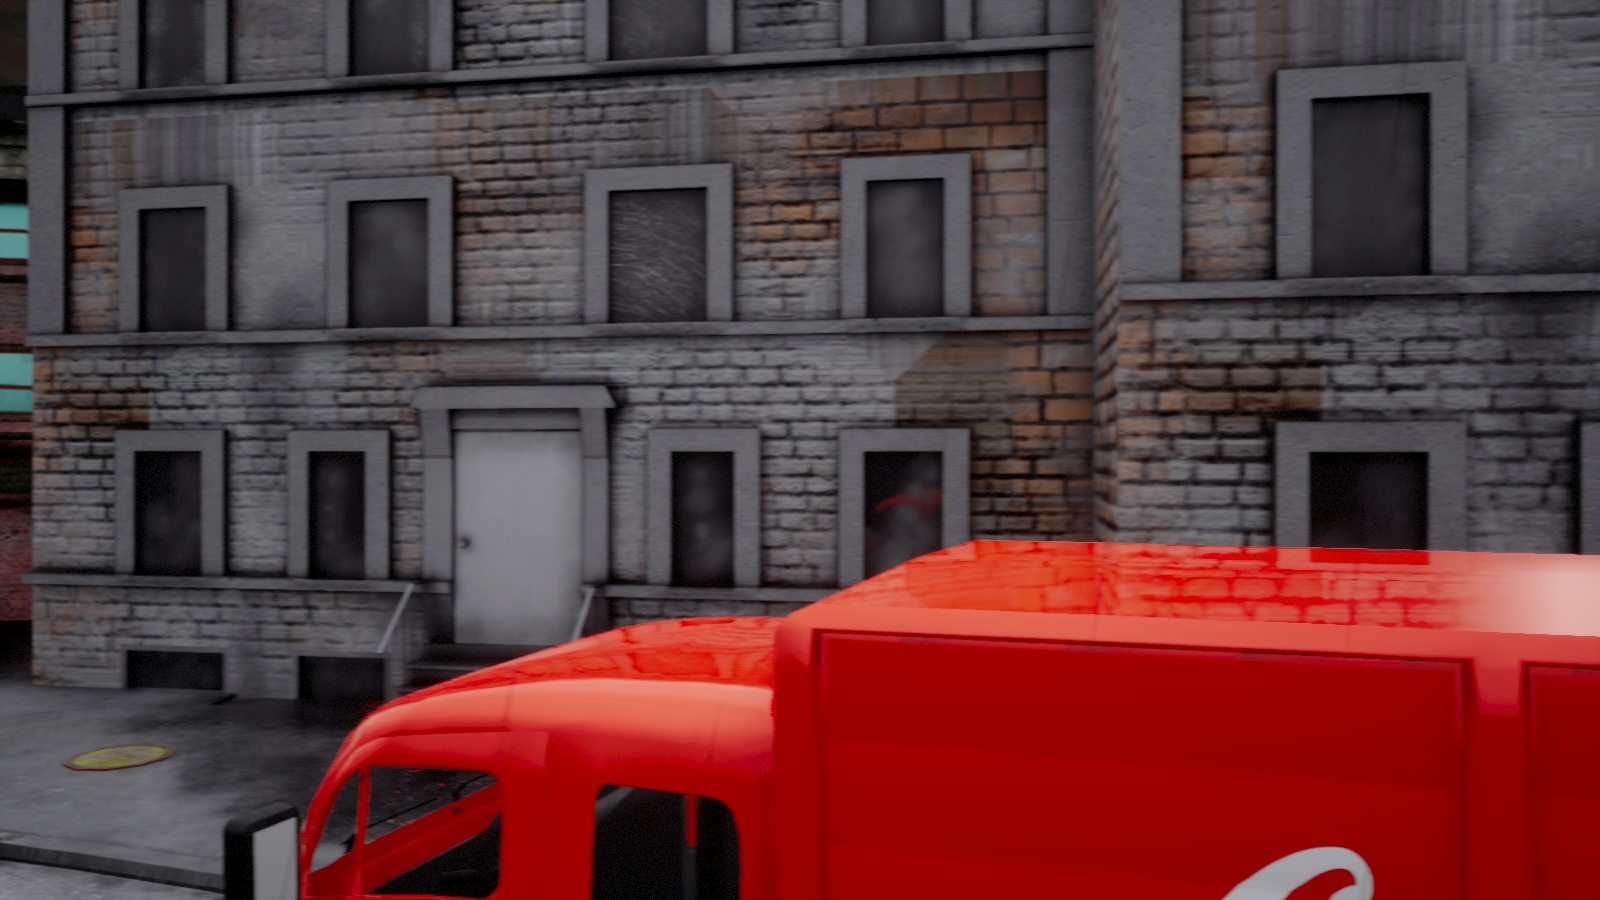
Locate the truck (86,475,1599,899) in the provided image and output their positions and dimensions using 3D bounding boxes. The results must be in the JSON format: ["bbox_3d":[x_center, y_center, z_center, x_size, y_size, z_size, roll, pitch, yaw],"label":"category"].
[{"bbox_3d":[1.059,1.338,3.304,5.204,2.467,2.627,-1,0,20],"label":"truck"}]
